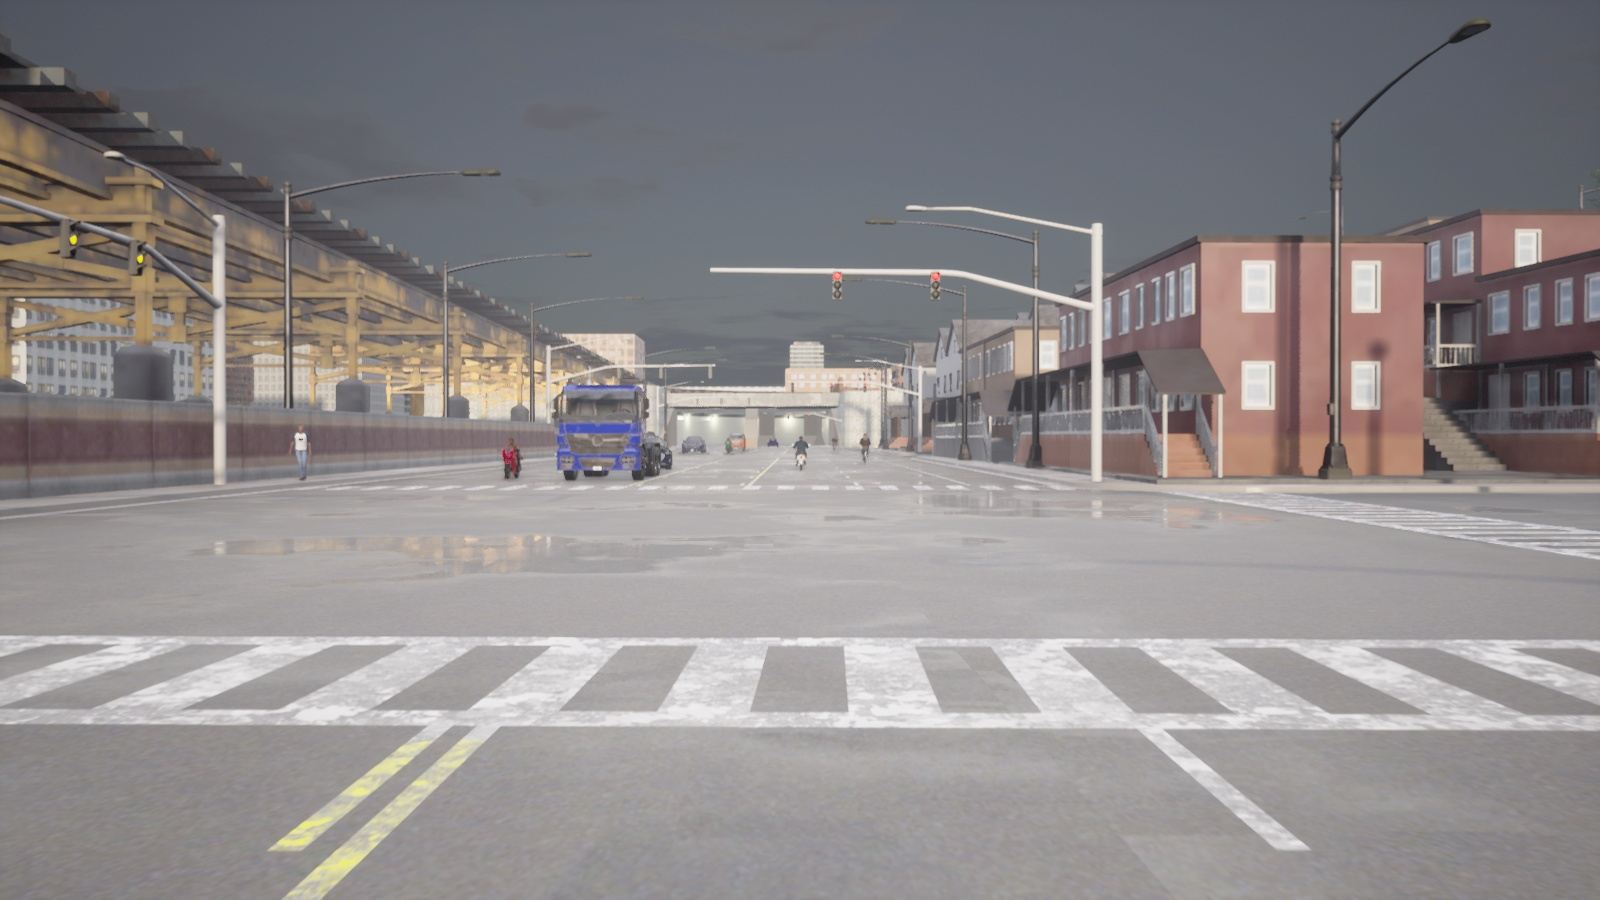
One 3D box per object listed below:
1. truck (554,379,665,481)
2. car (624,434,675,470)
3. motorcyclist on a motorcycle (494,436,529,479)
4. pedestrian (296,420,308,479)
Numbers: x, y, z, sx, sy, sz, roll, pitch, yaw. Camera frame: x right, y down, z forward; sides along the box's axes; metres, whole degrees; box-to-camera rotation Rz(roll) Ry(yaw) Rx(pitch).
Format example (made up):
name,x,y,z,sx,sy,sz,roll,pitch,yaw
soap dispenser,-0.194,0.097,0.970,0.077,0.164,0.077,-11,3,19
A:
name,x,y,z,sx,sy,sz,roll,pitch,yaw
truck,-6.883,-0.709,46.583,2.891,3.462,7.936,0,1,0
car,-7.261,0.065,60.251,2.033,1.649,4.856,0,1,-11
motorcyclist on a motorcycle,-10.445,0.263,45.489,0.797,1.523,2.044,0,0,0
pedestrian,-15.712,-0.009,39.617,0.354,1.836,0.706,0,1,-23
